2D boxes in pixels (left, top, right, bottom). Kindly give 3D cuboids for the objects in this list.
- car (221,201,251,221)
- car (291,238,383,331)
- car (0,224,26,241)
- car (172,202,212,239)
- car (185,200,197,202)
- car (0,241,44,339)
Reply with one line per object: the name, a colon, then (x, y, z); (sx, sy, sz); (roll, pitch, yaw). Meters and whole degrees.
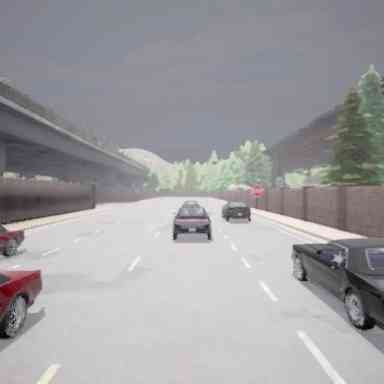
car: (3.457, 1.449, 26.562); (1.882, 1.535, 5.008); (0, 0, 0)
car: (3.554, 1.588, 6.789); (1.895, 1.301, 4.718); (0, 0, 0)
car: (-7.149, 1.607, 10.224); (1.895, 1.301, 4.718); (0, 0, 0)
car: (0.005, 1.476, 17.198); (2.128, 1.511, 4.902); (0, 0, 0)
car: (-0.089, 1.521, 32.198); (2.033, 1.411, 5.357); (0, 0, 0)
car: (-3.612, 1.605, 3.800); (1.895, 1.301, 4.718); (0, 0, 0)
